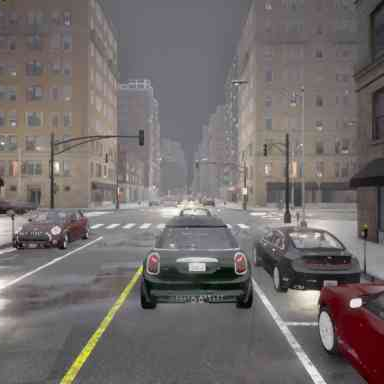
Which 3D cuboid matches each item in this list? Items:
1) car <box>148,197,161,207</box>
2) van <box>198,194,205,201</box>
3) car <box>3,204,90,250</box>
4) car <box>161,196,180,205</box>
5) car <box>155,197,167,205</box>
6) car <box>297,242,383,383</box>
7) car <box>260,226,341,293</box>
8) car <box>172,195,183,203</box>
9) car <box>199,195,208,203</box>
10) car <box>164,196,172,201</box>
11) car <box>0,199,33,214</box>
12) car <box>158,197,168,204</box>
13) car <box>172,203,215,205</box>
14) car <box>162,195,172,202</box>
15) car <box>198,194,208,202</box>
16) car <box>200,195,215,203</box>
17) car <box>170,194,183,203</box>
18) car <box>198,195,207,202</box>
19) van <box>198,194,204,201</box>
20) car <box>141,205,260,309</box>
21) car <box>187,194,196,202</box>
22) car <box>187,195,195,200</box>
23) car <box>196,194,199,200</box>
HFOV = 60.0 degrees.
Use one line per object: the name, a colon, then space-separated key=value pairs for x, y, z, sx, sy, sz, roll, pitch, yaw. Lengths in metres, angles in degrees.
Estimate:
car: x=-5.847 y=1.596 z=52.517 sx=2.008 sy=1.369 sz=4.403 roll=0 pitch=0 yaw=0
van: x=2.454 y=1.482 z=85.615 sx=1.690 sy=1.788 sz=3.998 roll=0 pitch=0 yaw=0
car: x=-5.813 y=1.445 z=14.156 sx=1.967 sy=1.590 sz=4.097 roll=0 pitch=0 yaw=0
car: x=-3.008 y=1.637 z=46.984 sx=1.895 sy=1.301 sz=4.718 roll=0 pitch=0 yaw=-2
car: x=-5.922 y=1.613 z=63.533 sx=1.887 sy=1.381 sz=4.507 roll=0 pitch=0 yaw=0
car: x=2.684 y=1.545 z=3.154 sx=1.887 sy=1.381 sz=4.507 roll=0 pitch=0 yaw=0
car: x=2.698 y=1.553 z=8.645 sx=2.008 sy=1.369 sz=4.403 roll=0 pitch=0 yaw=0
car: x=-3.131 y=1.450 z=72.779 sx=2.097 sy=1.767 sz=4.553 roll=0 pitch=0 yaw=0
car: x=2.528 y=1.541 z=74.601 sx=1.967 sy=1.590 sz=4.097 roll=0 pitch=0 yaw=0
car: x=-6.073 y=1.722 z=85.565 sx=1.802 sy=1.307 sz=4.206 roll=0 pitch=0 yaw=0
car: x=-17.594 y=1.403 z=30.197 sx=5.008 sy=1.535 sz=1.882 roll=0 pitch=0 yaw=-2
car: x=-5.960 y=1.666 z=69.041 sx=1.802 sy=1.307 sz=4.206 roll=0 pitch=0 yaw=0
car: x=0.139 y=1.497 z=15.345 sx=2.128 sy=1.511 sz=4.902 roll=0 pitch=0 yaw=0
car: x=-6.034 y=1.559 z=80.058 sx=1.967 sy=1.590 sz=4.097 roll=0 pitch=0 yaw=0
car: x=2.602 y=1.595 z=63.756 sx=1.752 sy=1.417 sz=4.829 roll=0 pitch=0 yaw=0
car: x=2.679 y=1.590 z=52.572 sx=1.887 sy=1.381 sz=4.507 roll=0 pitch=0 yaw=0
car: x=-3.121 y=1.570 z=61.257 sx=1.837 sy=1.490 sz=4.892 roll=0 pitch=-1 yaw=0
car: x=2.491 y=1.560 z=80.107 sx=1.967 sy=1.590 sz=4.097 roll=0 pitch=0 yaw=0
van: x=2.415 y=1.504 z=91.122 sx=1.690 sy=1.788 sz=3.998 roll=0 pitch=0 yaw=0
car: x=0.069 y=1.355 z=8.043 sx=2.097 sy=1.767 sz=4.553 roll=0 pitch=0 yaw=-1
car: x=-0.181 y=1.707 z=80.076 sx=1.895 sy=1.301 sz=4.718 roll=0 pitch=0 yaw=0
car: x=-0.249 y=1.543 z=90.051 sx=1.994 sy=1.385 sz=4.181 roll=0 pitch=0 yaw=0
car: x=2.566 y=1.399 z=69.094 sx=2.192 sy=1.841 sz=5.009 roll=0 pitch=0 yaw=0
